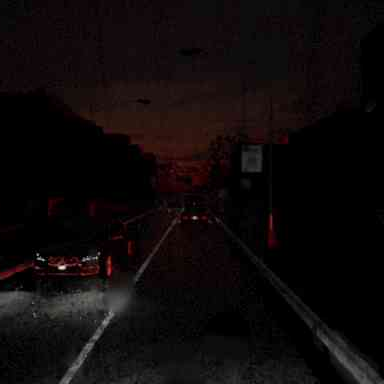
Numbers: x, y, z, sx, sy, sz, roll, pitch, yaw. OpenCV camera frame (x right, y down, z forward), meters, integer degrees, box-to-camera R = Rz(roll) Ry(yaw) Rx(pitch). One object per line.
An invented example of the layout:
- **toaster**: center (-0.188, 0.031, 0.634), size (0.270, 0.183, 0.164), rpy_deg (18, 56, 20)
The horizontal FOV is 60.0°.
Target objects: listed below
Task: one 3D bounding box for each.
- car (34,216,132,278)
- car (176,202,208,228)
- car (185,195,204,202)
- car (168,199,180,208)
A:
- **car**: center (-3.115, 1.579, 10.438), size (1.837, 1.490, 4.892), rpy_deg (0, 0, 0)
- **car**: center (0.181, 1.685, 23.320), size (2.033, 1.411, 5.357), rpy_deg (0, 0, 0)
- **car**: center (0.283, 1.443, 40.671), size (2.150, 2.045, 5.566), rpy_deg (0, -1, 1)
- **car**: center (-2.802, 1.835, 53.031), size (2.033, 1.411, 5.357), rpy_deg (0, 0, 1)
